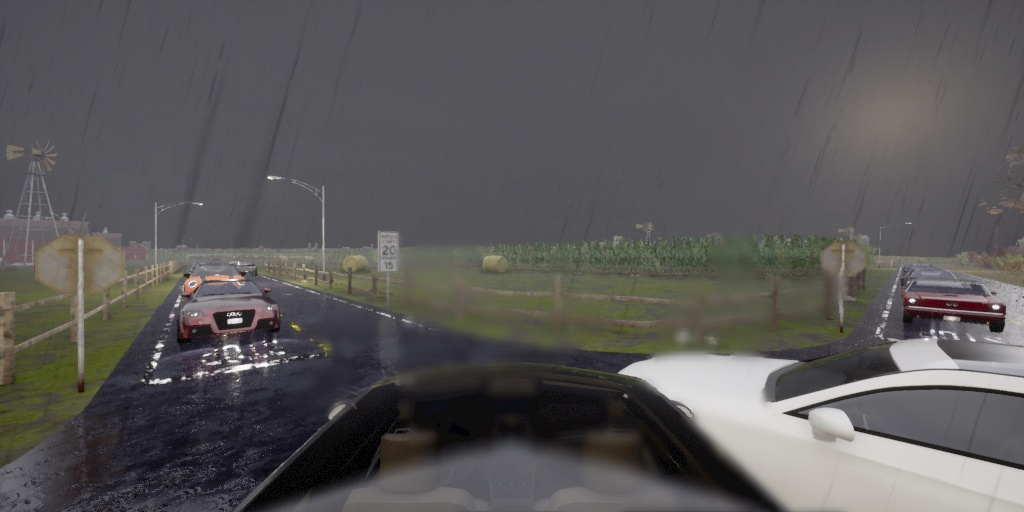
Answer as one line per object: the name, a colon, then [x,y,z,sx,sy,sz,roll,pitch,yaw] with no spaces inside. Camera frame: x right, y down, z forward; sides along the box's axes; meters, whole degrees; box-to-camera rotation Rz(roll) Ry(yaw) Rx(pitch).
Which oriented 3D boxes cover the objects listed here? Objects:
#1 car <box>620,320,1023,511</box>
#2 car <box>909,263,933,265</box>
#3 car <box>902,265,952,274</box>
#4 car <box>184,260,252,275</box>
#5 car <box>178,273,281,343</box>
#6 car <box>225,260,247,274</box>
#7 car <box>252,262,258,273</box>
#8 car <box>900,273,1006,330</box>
car: [2.853,1.293,2.269,1.812,1.442,4.674,0,1,-43]
car: [27.528,1.380,23.965,4.181,1.385,1.994,0,1,-42]
car: [20.727,1.348,17.761,5.357,1.411,2.033,0,1,-42]
car: [-13.596,1.132,16.463,2.097,1.767,4.553,0,0,-41]
car: [-7.869,1.351,9.937,1.994,1.385,4.181,0,0,-42]
car: [-33.381,1.281,43.300,1.837,1.490,4.892,0,0,-41]
car: [-26.716,1.264,35.792,2.128,1.511,4.902,0,0,-41]
car: [13.600,1.389,11.251,4.718,1.301,1.895,0,1,-43]
